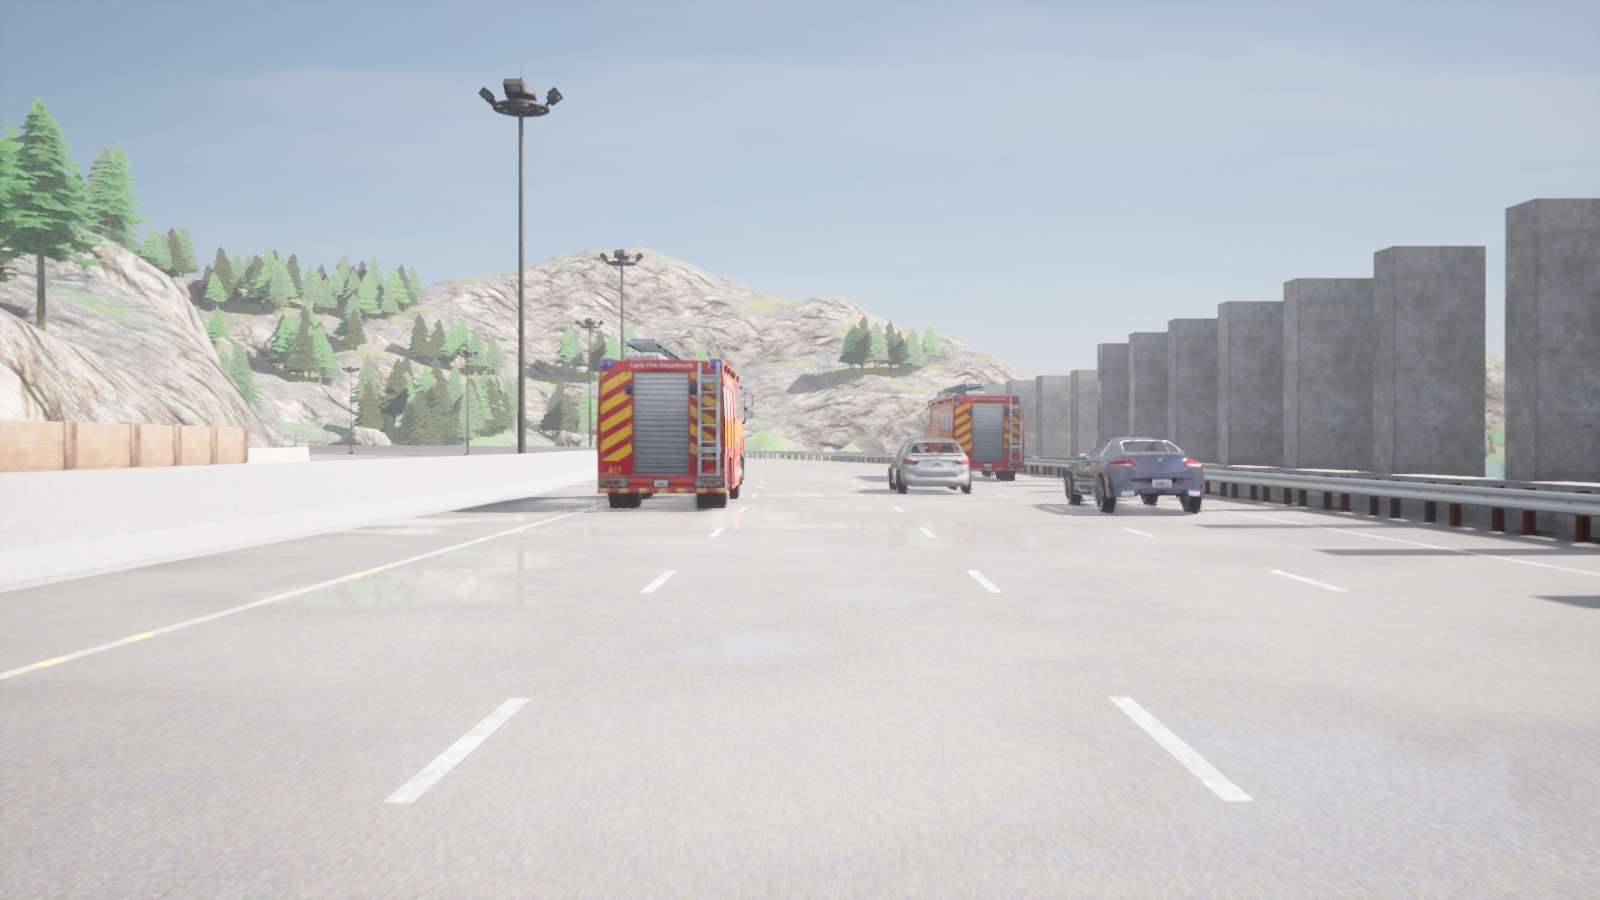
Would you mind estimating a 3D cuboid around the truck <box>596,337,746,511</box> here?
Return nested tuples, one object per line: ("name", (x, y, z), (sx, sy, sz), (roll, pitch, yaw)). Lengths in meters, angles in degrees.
("truck", (-3.022, -0.600, 31.866), (2.891, 3.827, 8.468), (0, 0, 0))

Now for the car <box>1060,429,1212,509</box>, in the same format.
("car", (7.465, 0.371, 28.472), (2.152, 1.651, 5.027), (0, 0, 0))

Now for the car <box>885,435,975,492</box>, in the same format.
("car", (3.936, 0.375, 38.745), (2.242, 1.667, 4.611), (0, 0, -1))

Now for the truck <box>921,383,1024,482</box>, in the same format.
("truck", (7.111, -0.711, 53.069), (2.891, 3.827, 8.468), (0, 0, -2))
